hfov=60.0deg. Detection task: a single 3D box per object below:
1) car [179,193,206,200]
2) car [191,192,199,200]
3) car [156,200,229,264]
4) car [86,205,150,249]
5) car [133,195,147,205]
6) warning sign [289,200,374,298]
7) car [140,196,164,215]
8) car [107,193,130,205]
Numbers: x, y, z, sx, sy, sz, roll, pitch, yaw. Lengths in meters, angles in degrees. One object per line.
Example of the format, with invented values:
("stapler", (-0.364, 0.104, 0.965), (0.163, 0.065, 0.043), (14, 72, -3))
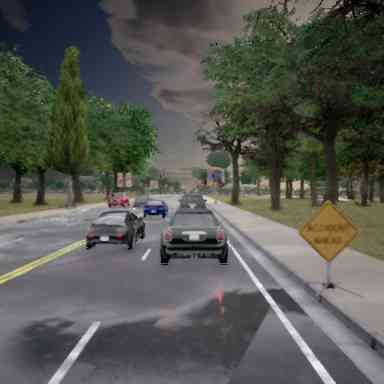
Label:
("car", (0.042, 1.187, 27.676), (2.150, 2.045, 5.566), (0, 0, 0))
("car", (0.756, 1.018, 86.934), (2.097, 1.767, 4.553), (0, 0, 0))
("car", (0.069, 1.348, 11.935), (2.097, 1.767, 4.553), (0, 0, 0))
("car", (-3.168, 1.519, 14.390), (1.812, 1.442, 4.674), (0, 0, 0))
("car", (-6.691, 1.247, 45.270), (2.097, 1.767, 4.553), (0, 0, 0))
("warning sign", (2.842, 1.114, 6.933), (1.300, 1.860, 1.060), (0, 0, 0))
("car", (-3.211, 1.436, 30.129), (1.882, 1.535, 5.008), (0, 0, 0))
("car", (-9.943, 1.119, 45.549), (2.150, 2.045, 5.566), (0, 0, 0))
